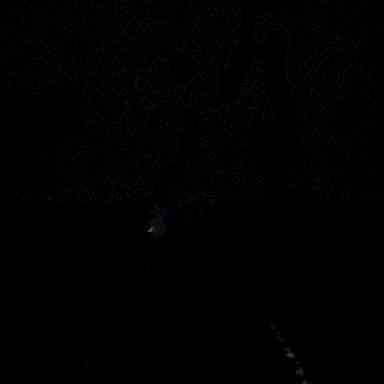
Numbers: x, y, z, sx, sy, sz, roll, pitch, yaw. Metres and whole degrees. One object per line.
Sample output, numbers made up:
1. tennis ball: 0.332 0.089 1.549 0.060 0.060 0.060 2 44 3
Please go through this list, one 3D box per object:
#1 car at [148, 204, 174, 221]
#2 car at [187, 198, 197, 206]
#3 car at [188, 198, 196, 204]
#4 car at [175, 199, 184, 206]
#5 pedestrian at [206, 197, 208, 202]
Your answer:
1. car: -2.846 1.832 30.998 1.812 1.442 4.674 0 -1 0
2. car: 0.005 2.035 68.660 1.882 1.535 5.008 0 0 0
3. car: 0.007 2.148 81.726 2.033 1.411 5.357 0 0 0
4. car: -2.745 2.183 72.031 2.033 1.411 5.357 0 0 0
5. pedestrian: 2.829 1.879 61.907 0.375 1.860 0.375 -1 0 0
